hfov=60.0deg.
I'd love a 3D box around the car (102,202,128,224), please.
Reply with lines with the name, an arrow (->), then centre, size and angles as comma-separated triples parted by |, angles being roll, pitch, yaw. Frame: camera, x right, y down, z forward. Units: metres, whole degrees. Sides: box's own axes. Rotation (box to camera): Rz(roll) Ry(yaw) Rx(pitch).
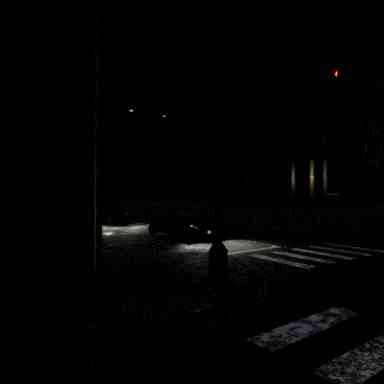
car -> -6.488, 1.484, 24.990 | 1.882, 1.535, 5.008 | 0, 0, -36

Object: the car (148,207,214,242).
car -> -0.589, 1.530, 16.808 | 1.812, 1.442, 4.674 | 0, 0, -36
